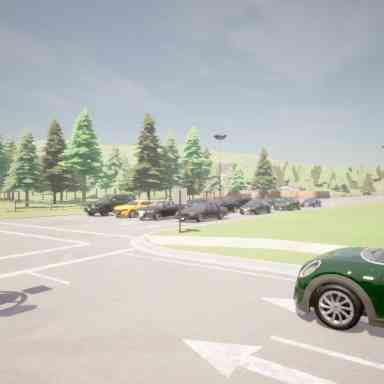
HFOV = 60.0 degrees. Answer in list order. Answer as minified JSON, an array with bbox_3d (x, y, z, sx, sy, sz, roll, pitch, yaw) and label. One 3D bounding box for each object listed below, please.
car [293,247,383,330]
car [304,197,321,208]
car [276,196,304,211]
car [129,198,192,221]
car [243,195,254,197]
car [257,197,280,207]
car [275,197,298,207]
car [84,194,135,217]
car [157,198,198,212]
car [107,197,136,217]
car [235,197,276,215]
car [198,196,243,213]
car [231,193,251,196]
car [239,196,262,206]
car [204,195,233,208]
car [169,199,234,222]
[{"bbox_3d":[4.059,1.352,5.394,4.553,1.767,2.097,0,0,35],"label":"car"},{"bbox_3d":[17.724,1.526,49.228,1.812,1.442,4.674,0,0,37],"label":"car"},{"bbox_3d":[11.812,1.352,41.210,2.097,1.767,4.553,0,0,36],"label":"car"},{"bbox_3d":[-2.482,1.491,27.645,2.128,1.511,4.902,0,0,36],"label":"car"},{"bbox_3d":[8.657,1.491,42.830,2.128,1.511,4.902,0,0,36],"label":"car"},{"bbox_3d":[12.398,1.564,53.796,1.994,1.385,4.181,0,0,37],"label":"car"},{"bbox_3d":[14.549,1.526,50.824,1.812,1.442,4.674,0,0,37],"label":"car"},{"bbox_3d":[-7.705,1.221,32.357,2.150,2.045,5.566,0,0,36],"label":"car"},{"bbox_3d":[-1.687,1.547,40.564,2.033,1.411,5.357,0,0,36],"label":"car"},{"bbox_3d":[-4.872,1.478,30.303,1.882,1.535,5.008,0,0,36],"label":"car"},{"bbox_3d":[6.585,1.526,34.072,1.812,1.442,4.674,0,0,36],"label":"car"},{"bbox_3d":[3.077,1.478,35.226,1.882,1.535,5.008,0,0,36],"label":"car"},{"bbox_3d":[6.426,1.221,45.706,2.150,2.045,5.566,0,0,36],"label":"car"},{"bbox_3d":[9.986,1.478,56.417,1.882,1.535,5.008,0,0,37],"label":"car"},{"bbox_3d":[3.948,1.352,48.240,2.097,1.767,4.553,0,0,36],"label":"car"},{"bbox_3d":[0.906,1.547,26.346,2.033,1.411,5.357,0,0,36],"label":"car"}]
